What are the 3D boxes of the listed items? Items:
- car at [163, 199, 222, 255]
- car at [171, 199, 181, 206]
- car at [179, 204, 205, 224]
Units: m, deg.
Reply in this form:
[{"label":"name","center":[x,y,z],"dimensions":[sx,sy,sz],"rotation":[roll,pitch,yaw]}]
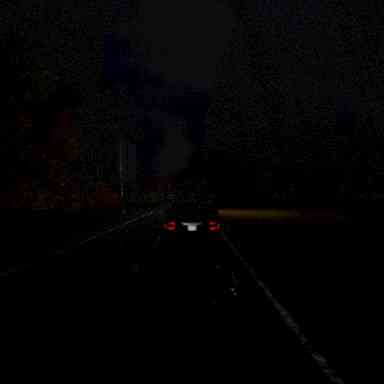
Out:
[{"label":"car","center":[0.004,1.348,14.017],"dimensions":[2.150,2.045,5.566],"rotation":[0,0,0]},{"label":"car","center":[-3.486,2.220,71.787],"dimensions":[1.994,1.385,4.181],"rotation":[0,-1,0]},{"label":"car","center":[0.007,1.818,28.987],"dimensions":[2.033,1.411,5.357],"rotation":[0,-1,0]}]
